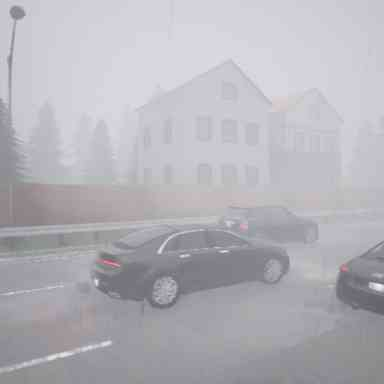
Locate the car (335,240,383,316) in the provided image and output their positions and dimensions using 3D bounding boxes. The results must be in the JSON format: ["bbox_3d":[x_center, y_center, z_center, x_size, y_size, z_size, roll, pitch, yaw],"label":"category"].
[{"bbox_3d":[4.754,1.527,6.551,4.181,1.385,1.994,0,0,-33],"label":"car"}]

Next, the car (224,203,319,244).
[{"bbox_3d":[3.183,1.295,13.858,4.553,1.767,2.097,0,0,-33],"label":"car"}]

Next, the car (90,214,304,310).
[{"bbox_3d":[0.174,1.479,7.773,4.892,1.490,1.837,-1,0,-33],"label":"car"}]
